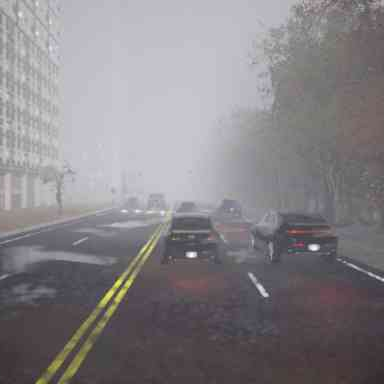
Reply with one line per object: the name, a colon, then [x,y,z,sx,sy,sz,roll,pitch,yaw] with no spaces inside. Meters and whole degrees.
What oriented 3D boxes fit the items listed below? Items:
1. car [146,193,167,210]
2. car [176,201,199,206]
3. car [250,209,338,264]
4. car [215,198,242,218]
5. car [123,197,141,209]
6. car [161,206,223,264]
car: [-4.297,1.106,40.751,2.150,2.045,5.566,0,0,-3]
car: [-0.378,1.444,27.621,1.812,1.442,4.674,0,0,-2]
car: [3.256,1.375,11.389,1.837,1.490,4.892,0,-3,-1]
car: [2.945,1.259,27.536,1.812,1.442,4.674,3,-3,-2]
car: [-7.638,1.357,42.747,1.882,1.535,5.008,0,0,-3]
car: [-0.028,1.471,11.687,1.837,1.490,4.892,0,1,0]
